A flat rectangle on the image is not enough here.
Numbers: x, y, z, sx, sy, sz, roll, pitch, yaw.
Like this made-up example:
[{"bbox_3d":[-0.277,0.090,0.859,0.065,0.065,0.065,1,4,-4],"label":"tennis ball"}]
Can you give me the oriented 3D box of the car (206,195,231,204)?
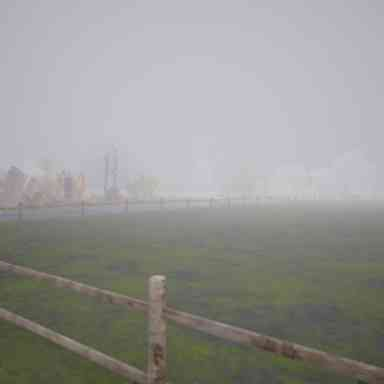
[{"bbox_3d":[4.130,1.114,52.109,1.895,1.301,4.718,1,1,36],"label":"car"}]
